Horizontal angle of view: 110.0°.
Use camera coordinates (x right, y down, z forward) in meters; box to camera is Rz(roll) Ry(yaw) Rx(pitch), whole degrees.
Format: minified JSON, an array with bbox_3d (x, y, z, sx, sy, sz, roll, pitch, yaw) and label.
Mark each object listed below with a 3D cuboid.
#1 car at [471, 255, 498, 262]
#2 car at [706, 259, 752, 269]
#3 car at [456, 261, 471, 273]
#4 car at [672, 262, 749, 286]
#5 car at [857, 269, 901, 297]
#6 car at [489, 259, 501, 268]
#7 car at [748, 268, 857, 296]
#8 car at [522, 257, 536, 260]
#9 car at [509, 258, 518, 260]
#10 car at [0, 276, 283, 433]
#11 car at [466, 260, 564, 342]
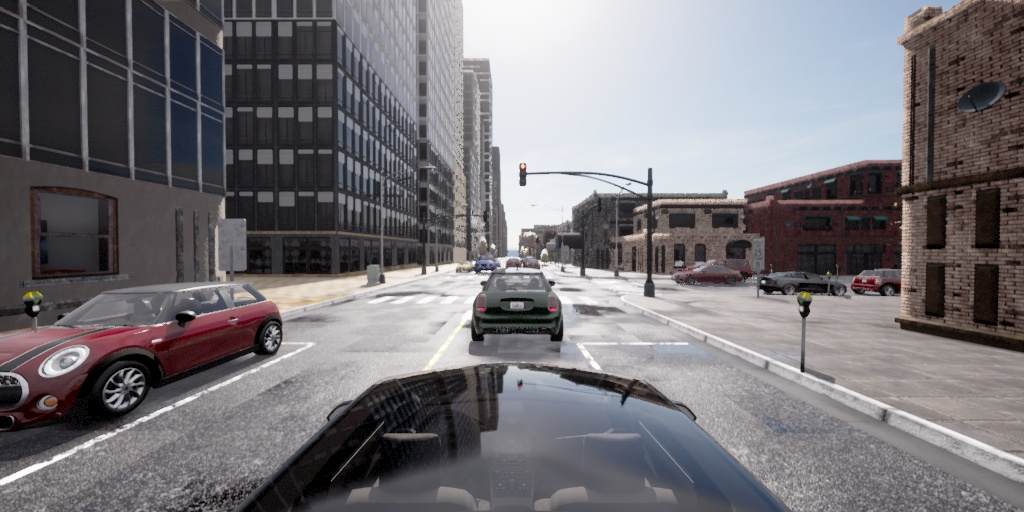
[{"bbox_3d":[-2.990,0.948,41.530,2.150,2.045,5.566,0,1,1],"label":"car"},{"bbox_3d":[16.585,1.160,28.858,5.009,1.841,2.192,0,0,1],"label":"car"},{"bbox_3d":[-5.726,1.258,43.437,1.751,1.417,4.829,0,0,0],"label":"car"},{"bbox_3d":[14.270,1.390,26.317,4.674,1.442,1.812,1,1,2],"label":"car"},{"bbox_3d":[22.005,1.470,20.395,4.097,1.591,1.967,0,0,1],"label":"car"},{"bbox_3d":[-2.919,1.252,61.059,1.812,1.442,4.674,0,0,0],"label":"car"},{"bbox_3d":[16.458,1.543,20.480,4.313,1.339,1.948,0,0,1],"label":"car"},{"bbox_3d":[2.807,1.171,49.175,1.967,1.591,4.097,0,0,0],"label":"car"},{"bbox_3d":[0.222,1.083,51.233,2.097,1.767,4.553,0,0,0],"label":"car"},{"bbox_3d":[-5.682,1.188,5.659,1.967,1.591,4.097,0,0,0],"label":"car"},{"bbox_3d":[0.155,1.098,9.952,2.097,1.767,4.553,0,0,1],"label":"car"}]
